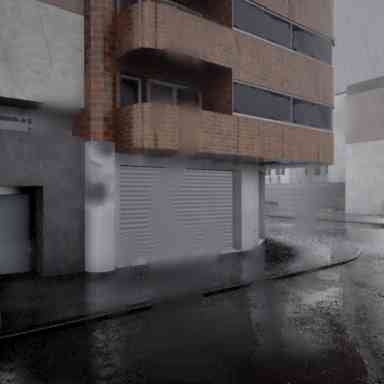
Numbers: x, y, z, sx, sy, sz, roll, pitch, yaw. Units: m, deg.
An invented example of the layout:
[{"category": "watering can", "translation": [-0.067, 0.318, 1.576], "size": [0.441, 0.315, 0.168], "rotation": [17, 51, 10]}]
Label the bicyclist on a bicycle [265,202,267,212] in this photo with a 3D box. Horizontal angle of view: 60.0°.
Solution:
[{"category": "bicyclist on a bicycle", "translation": [7.221, 1.351, 34.564], "size": [1.656, 1.620, 0.582], "rotation": [0, 0, -36]}]
